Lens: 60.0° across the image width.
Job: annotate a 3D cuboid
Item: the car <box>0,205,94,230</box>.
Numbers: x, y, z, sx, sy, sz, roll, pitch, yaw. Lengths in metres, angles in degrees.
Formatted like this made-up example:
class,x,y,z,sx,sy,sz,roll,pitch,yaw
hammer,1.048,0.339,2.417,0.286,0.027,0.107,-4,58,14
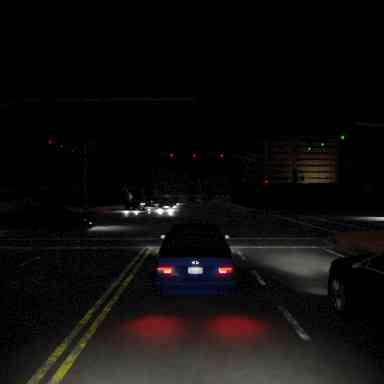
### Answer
class,x,y,z,sx,sy,sz,roll,pitch,yaw
car,-8.992,1.548,20.662,5.357,1.411,2.033,0,0,-2

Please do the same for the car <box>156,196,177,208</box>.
class,x,y,z,sx,sy,sz,roll,pitch,yaw
car,-3.630,1.601,47.563,1.895,1.301,4.718,0,0,0

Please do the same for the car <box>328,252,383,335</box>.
class,x,y,z,sx,sy,sz,roll,pitch,yaw
car,3.560,1.491,4.624,2.128,1.511,4.902,0,0,0

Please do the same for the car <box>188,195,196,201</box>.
class,x,y,z,sx,sy,sz,roll,pitch,yaw
car,-0.057,1.425,84.641,1.994,1.385,4.181,0,0,0

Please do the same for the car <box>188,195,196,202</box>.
class,x,y,z,sx,sy,sz,roll,pitch,yaw
car,-0.050,1.531,74.368,2.033,1.411,5.357,0,0,0

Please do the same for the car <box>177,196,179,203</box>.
class,x,y,z,sx,sy,sz,roll,pitch,yaw
car,-3.622,1.492,56.880,2.128,1.511,4.902,0,0,0

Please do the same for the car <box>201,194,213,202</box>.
class,x,y,z,sx,sy,sz,roll,pitch,yaw
car,3.450,1.344,74.660,2.097,1.767,4.553,0,0,0

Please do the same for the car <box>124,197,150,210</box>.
class,x,y,z,sx,sy,sz,roll,pitch,yaw
car,-7.170,1.547,42.314,2.033,1.411,5.357,0,0,2

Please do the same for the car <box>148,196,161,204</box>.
class,x,y,z,sx,sy,sz,roll,pitch,yaw
car,-7.097,1.548,63.465,2.033,1.411,5.357,0,0,0

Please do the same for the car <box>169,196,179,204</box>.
class,x,y,z,sx,sy,sz,roll,pitch,yaw
car,-3.566,1.505,66.926,1.837,1.490,4.892,0,0,0

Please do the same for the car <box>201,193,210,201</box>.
class,x,y,z,sx,sy,sz,roll,pitch,yaw
car,3.443,1.228,84.616,2.097,1.767,4.553,0,0,0

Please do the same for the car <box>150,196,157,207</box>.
class,x,y,z,sx,sy,sz,roll,pitch,yaw
car,-7.128,1.505,51.956,1.837,1.490,4.892,0,0,0

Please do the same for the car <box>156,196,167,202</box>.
class,x,y,z,sx,sy,sz,roll,pitch,yaw
car,-7.052,1.541,77.092,1.994,1.385,4.181,0,0,0

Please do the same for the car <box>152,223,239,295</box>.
class,x,y,z,sx,sy,sz,roll,pitch,yaw
car,0.077,1.547,8.868,2.033,1.411,5.357,0,0,0
